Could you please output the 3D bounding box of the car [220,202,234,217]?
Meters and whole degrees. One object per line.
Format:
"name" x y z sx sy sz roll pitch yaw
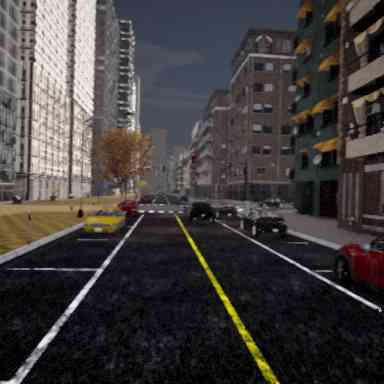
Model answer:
"car" 2.877 1.590 29.408 2.008 1.369 4.403 2 0 -5

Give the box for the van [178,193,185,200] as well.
"van" -3.050 1.190 94.664 1.690 1.788 3.998 1 0 -5

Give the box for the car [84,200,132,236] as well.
"car" -4.448 1.374 17.459 1.752 1.417 4.829 2 0 -5

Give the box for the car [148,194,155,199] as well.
"car" -11.399 1.182 93.905 1.947 1.339 4.313 2 0 -5

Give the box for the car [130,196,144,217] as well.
"car" -5.465 1.351 28.649 1.887 1.381 4.507 2 0 -5

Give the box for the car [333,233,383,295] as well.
"car" 4.883 1.565 7.367 1.967 1.590 4.097 2 0 -5

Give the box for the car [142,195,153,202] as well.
"car" -8.899 1.253 66.404 1.947 1.339 4.313 2 0 -5

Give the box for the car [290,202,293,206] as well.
"car" 17.185 1.662 50.249 4.829 1.417 1.752 1 1 -6

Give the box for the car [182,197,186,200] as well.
"car" 0.859 1.575 38.227 1.895 1.301 4.718 2 0 21

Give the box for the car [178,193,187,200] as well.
"car" -2.055 1.441 83.663 1.947 1.339 4.313 2 0 -5

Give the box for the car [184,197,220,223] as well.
"car" 0.588 1.457 25.599 1.882 1.535 5.008 2 0 -5

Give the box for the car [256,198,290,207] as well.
"car" 11.815 1.613 49.706 4.403 1.369 2.008 1 1 -6

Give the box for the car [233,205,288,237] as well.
"car" 3.879 1.631 18.387 2.008 1.369 4.403 2 0 -5

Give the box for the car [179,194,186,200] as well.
"car" -2.570 1.386 89.332 1.752 1.417 4.829 2 0 -5

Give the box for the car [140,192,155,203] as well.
"car" -8.392 1.018 60.903 2.192 1.841 5.009 2 0 -5
